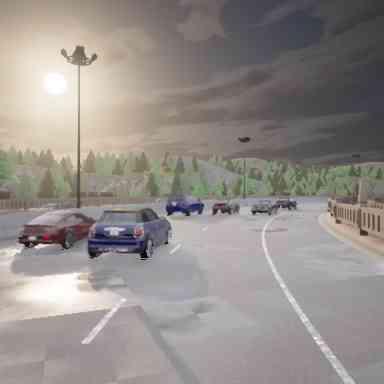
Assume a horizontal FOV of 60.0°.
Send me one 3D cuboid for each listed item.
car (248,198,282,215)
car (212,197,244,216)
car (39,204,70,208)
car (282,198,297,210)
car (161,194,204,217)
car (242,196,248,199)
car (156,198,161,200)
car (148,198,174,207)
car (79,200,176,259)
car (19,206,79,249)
[{"bbox_3d":[7.320,1.541,33.289,2.033,1.411,5.357,0,0,24],"label":"car"},{"bbox_3d":[3.469,1.514,33.133,1.837,1.490,4.892,-1,0,22],"label":"car"},{"bbox_3d":[-10.528,1.591,25.354,2.033,1.411,5.357,0,0,15],"label":"car"},{"bbox_3d":[12.175,1.499,42.807,1.837,1.490,4.892,0,0,31],"label":"car"},{"bbox_3d":[-0.610,1.244,32.455,2.150,2.045,5.566,0,-1,21],"label":"car"},{"bbox_3d":[9.227,1.600,62.887,2.128,1.511,4.902,-1,0,40],"label":"car"},{"bbox_3d":[-3.589,1.592,50.704,2.128,1.511,4.902,0,0,31],"label":"car"},{"bbox_3d":[-5.082,1.654,54.980,1.812,1.442,4.674,-1,-1,32],"label":"car"},{"bbox_3d":[-2.200,1.358,12.892,2.097,1.767,4.553,0,0,8],"label":"car"},{"bbox_3d":[-5.496,1.540,14.507,1.812,1.442,4.674,0,0,9],"label":"car"}]
